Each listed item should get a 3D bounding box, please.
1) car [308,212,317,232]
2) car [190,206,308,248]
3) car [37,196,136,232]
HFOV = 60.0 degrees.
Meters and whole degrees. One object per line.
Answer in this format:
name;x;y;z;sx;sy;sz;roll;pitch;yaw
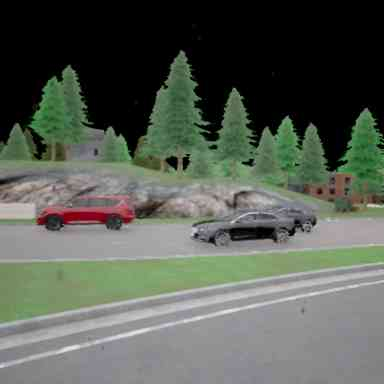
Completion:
car;5.074;1.595;19.668;4.902;1.511;2.128;1;0;-21
car;2.347;1.558;14.942;4.902;1.511;2.128;0;0;-19
car;-6.180;1.241;19.911;5.566;2.045;2.150;0;0;-10
